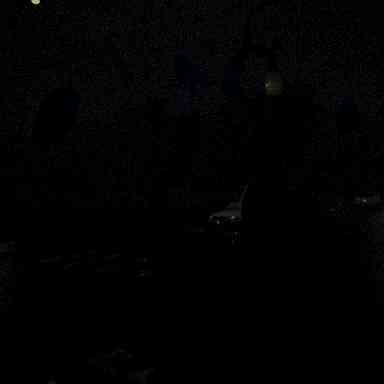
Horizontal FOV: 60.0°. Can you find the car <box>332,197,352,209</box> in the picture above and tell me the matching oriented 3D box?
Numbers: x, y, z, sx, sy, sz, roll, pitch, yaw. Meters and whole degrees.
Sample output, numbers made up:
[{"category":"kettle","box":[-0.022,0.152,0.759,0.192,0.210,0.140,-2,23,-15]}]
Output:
[{"category":"car","box":[18.887,1.302,41.414,2.128,1.511,4.902,0,0,37]}]

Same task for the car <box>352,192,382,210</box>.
[{"category":"car","box":[20.907,1.032,39.295,2.150,2.045,5.566,0,0,37]}]

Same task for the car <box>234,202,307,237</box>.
[{"category":"car","box":[4.446,1.344,17.347,2.128,1.511,4.902,0,0,37]}]

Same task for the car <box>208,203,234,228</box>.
[{"category":"car","box":[2.820,1.371,20.073,1.812,1.442,4.674,0,0,37]}]
